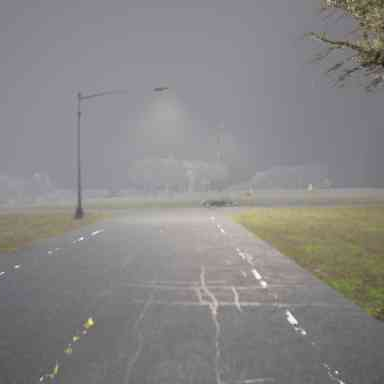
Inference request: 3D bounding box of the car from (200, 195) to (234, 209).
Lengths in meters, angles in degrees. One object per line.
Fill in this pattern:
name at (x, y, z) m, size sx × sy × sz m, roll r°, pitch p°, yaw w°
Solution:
car at (3.295, 1.237, 44.820) m, size 4.553 × 1.767 × 2.097 m, roll -2°, pitch -1°, yaw -1°
